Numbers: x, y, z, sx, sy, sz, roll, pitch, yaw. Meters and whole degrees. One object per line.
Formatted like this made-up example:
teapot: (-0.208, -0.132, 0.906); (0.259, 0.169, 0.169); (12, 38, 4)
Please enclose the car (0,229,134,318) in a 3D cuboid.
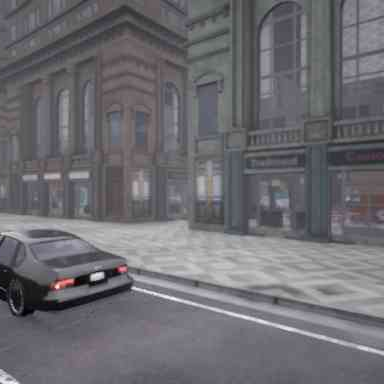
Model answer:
car: (-3.661, 1.562, 7.489); (5.357, 1.411, 2.033); (0, 0, 38)
